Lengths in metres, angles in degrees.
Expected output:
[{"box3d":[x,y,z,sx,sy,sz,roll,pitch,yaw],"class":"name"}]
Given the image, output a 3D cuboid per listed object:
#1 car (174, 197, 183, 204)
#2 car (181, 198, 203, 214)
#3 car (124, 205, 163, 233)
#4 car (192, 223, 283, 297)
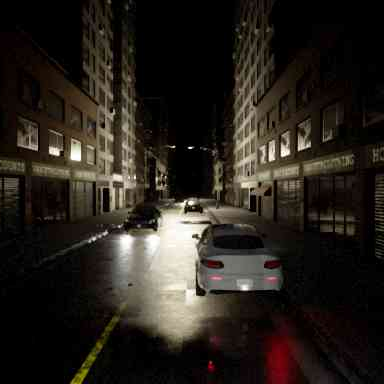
[{"box3d":[-2.546,1.613,66.858,2.033,1.411,5.357,0,0,0],"class":"car"},{"box3d":[0.171,1.582,35.738,1.994,1.385,4.181,0,0,1],"class":"car"},{"box3d":[-2.790,1.529,19.887,1.812,1.442,4.674,0,0,0],"class":"car"},{"box3d":[0.988,1.527,8.491,1.812,1.442,4.674,0,0,0],"class":"car"}]
